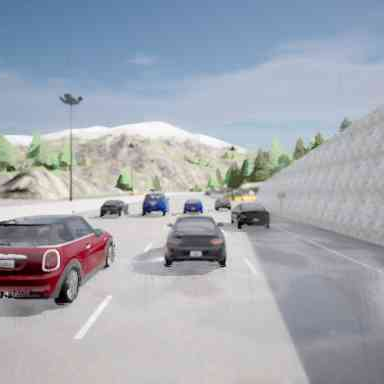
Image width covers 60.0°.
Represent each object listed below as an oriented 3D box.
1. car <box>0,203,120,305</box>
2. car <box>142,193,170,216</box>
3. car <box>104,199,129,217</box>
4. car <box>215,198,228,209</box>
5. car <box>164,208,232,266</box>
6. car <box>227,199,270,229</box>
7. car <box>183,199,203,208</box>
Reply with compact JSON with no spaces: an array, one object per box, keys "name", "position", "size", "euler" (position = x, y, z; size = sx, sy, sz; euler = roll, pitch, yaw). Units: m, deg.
[{"name":"car","position":[-3.394,1.330,8.223],"size":[2.097,1.767,4.553],"euler":[0,0,0]},{"name":"car","position":[-3.379,1.139,31.601],"size":[2.150,2.045,5.566],"euler":[0,0,0]},{"name":"car","position":[-6.880,1.427,29.878],"size":[1.837,1.490,4.892],"euler":[0,0,0]},{"name":"car","position":[3.699,1.445,39.590],"size":[2.033,1.411,5.357],"euler":[0,0,2]},{"name":"car","position":[0.107,1.496,11.250],"size":[1.812,1.442,4.674],"euler":[0,0,0]},{"name":"car","position":[3.614,1.422,21.255],"size":[1.882,1.535,5.008],"euler":[0,0,0]},{"name":"car","position":[0.123,1.391,33.318],"size":[1.882,1.535,5.008],"euler":[0,0,0]}]
